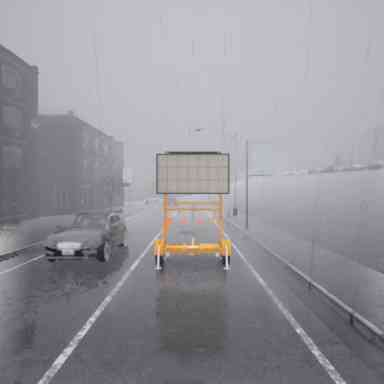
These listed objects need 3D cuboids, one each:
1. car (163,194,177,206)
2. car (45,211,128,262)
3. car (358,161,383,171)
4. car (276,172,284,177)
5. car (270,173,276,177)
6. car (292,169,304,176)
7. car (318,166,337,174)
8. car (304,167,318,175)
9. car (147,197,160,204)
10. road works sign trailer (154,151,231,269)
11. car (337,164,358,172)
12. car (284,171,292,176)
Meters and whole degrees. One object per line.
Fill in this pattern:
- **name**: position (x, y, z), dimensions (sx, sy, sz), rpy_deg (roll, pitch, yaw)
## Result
- **car**: position (-3.692, 1.274, 56.149), dimensions (2.150, 2.045, 5.566), rpy_deg (0, -1, -1)
- **car**: position (-3.605, 1.487, 12.128), dimensions (2.128, 1.511, 4.902), rpy_deg (0, 0, 0)
- **car**: position (25.023, -3.369, 44.137), dimensions (2.231, 1.521, 4.892), rpy_deg (0, 1, -9)
- **car**: position (21.828, -3.978, 77.246), dimensions (2.231, 1.521, 4.892), rpy_deg (0, 1, -1)
- **car**: position (21.697, -4.057, 82.764), dimensions (2.231, 1.521, 4.892), rpy_deg (0, 1, -1)
- **car**: position (22.418, -3.779, 66.167), dimensions (2.097, 1.535, 5.008), rpy_deg (0, 1, -4)
- **car**: position (23.511, -3.542, 54.972), dimensions (2.163, 1.488, 4.792), rpy_deg (0, 1, -6)
- **car**: position (22.889, -3.803, 60.662), dimensions (2.185, 1.767, 4.553), rpy_deg (0, 1, -5)
- **car**: position (-9.741, 2.036, 83.343), dimensions (2.097, 1.767, 4.553), rpy_deg (-1, -2, -26)
- **road works sign trailer**: position (0.034, 0.460, 11.070), dimensions (2.380, 3.560, 2.880), rpy_deg (0, 0, 1)
- **car**: position (24.216, -3.431, 49.498), dimensions (2.002, 1.452, 4.674), rpy_deg (0, 1, -7)
- **car**: position (22.063, -3.841, 71.704), dimensions (2.002, 1.452, 4.674), rpy_deg (0, 1, -3)
